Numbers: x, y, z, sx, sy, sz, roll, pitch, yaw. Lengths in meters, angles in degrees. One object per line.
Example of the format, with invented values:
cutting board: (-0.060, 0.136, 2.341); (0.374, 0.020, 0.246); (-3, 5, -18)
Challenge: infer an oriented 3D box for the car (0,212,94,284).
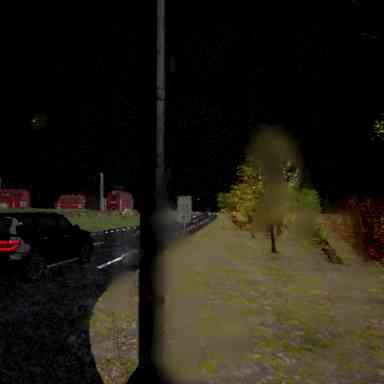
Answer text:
car: (-5.316, 1.701, 11.233); (2.150, 2.045, 5.566); (0, -3, 7)
